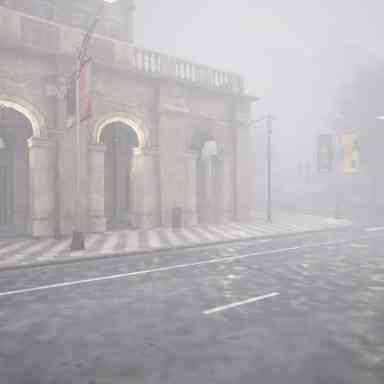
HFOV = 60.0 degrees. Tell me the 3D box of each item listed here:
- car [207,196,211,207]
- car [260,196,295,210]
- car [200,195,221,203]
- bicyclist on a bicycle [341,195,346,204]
[{"bbox_3d":[1.169,1.595,46.040,1.895,1.301,4.718,0,0,-36],"label":"car"},{"bbox_3d":[11.189,1.352,43.484,2.097,1.767,4.553,0,0,-36],"label":"car"},{"bbox_3d":[4.069,1.473,73.293,1.882,1.535,5.008,0,0,-36],"label":"car"},{"bbox_3d":[25.798,1.300,56.543,1.656,1.620,0.582,0,0,-36],"label":"bicyclist on a bicycle"}]
